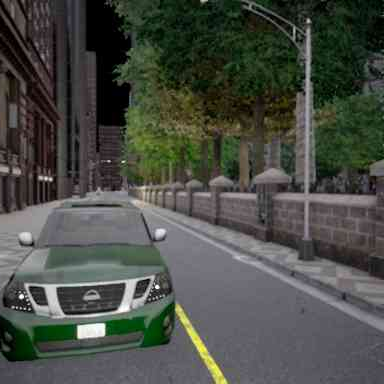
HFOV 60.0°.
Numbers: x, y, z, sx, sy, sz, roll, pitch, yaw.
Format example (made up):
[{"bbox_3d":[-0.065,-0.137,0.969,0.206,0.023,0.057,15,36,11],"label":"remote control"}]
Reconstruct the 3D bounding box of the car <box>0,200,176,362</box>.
[{"bbox_3d":[-1.830,1.222,6.444,2.150,2.045,5.566,0,0,-14],"label":"car"}]
